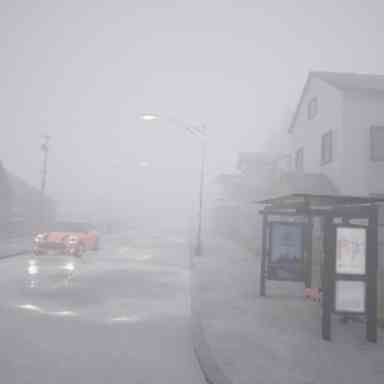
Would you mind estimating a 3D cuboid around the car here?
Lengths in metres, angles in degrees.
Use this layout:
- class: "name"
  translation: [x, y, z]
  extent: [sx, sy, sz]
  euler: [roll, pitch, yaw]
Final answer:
- class: "car"
  translation: [-6.266, 2.275, 17.113]
  extent: [2.097, 1.767, 4.553]
  euler: [3, -4, 0]
